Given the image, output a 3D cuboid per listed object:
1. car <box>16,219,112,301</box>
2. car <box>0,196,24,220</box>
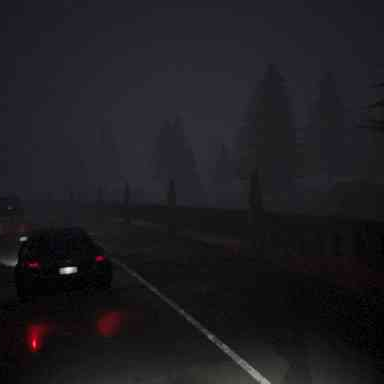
[{"bbox_3d":[-3.426,1.597,8.672,1.994,1.385,4.181,-1,0,-26],"label":"car"},{"bbox_3d":[-15.917,1.396,28.222,2.150,2.045,5.566,-1,0,-38],"label":"car"}]
